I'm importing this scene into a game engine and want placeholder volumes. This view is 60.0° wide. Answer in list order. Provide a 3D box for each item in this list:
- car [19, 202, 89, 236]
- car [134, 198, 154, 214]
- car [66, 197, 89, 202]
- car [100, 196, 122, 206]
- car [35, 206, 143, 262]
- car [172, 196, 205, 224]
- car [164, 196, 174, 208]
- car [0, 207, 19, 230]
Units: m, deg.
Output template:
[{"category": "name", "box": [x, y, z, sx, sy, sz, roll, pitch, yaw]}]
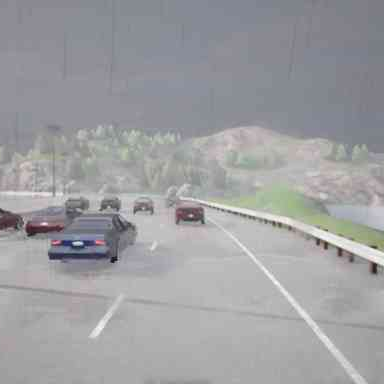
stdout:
[{"category": "car", "box": [-6.917, 1.428, 17.422, 1.994, 1.385, 4.181, 0, 0, -2]}, {"category": "car", "box": [-4.627, 1.278, 32.036, 1.812, 1.442, 4.674, 0, 0, -7]}, {"category": "car", "box": [-12.105, 1.218, 35.181, 2.128, 1.511, 4.902, 0, 0, -8]}, {"category": "car", "box": [-8.596, 1.230, 35.388, 1.837, 1.490, 4.892, 0, 0, -8]}, {"category": "car", "box": [-3.201, 1.456, 11.714, 2.033, 1.411, 5.357, 0, 0, -1]}, {"category": "car", "box": [-0.245, 1.299, 23.110, 1.882, 1.535, 5.008, 0, 1, -4]}, {"category": "car", "box": [-2.352, 1.232, 40.922, 2.033, 1.411, 5.357, 0, 0, -10]}, {"category": "car", "box": [-10.382, 1.393, 16.830, 1.812, 1.442, 4.674, 0, 0, -2]}]
